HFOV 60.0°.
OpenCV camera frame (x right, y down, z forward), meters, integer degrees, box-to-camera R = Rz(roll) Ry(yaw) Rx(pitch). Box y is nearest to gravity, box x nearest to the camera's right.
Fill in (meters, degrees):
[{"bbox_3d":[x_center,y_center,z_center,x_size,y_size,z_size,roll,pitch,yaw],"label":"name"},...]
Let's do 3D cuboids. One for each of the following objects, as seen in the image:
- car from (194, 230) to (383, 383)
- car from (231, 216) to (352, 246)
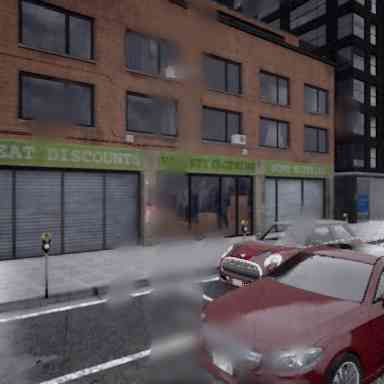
[{"bbox_3d":[2.217,1.533,4.838,4.674,1.442,1.812,0,0,-36],"label":"car"},{"bbox_3d":[2.611,1.452,8.399,4.097,1.590,1.967,0,0,-36],"label":"car"}]
